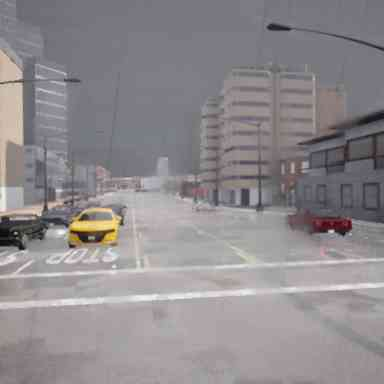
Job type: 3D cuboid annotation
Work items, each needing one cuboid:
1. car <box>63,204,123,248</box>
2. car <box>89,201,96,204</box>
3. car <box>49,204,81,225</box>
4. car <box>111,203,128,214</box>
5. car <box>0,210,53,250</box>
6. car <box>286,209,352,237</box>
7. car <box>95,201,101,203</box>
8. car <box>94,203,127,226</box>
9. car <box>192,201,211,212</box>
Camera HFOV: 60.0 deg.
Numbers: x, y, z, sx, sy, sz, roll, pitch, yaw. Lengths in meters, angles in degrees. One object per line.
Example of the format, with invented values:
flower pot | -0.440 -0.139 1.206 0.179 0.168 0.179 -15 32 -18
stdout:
car | -4.282 1.506 15.148 1.882 1.535 5.008 0 0 -10
car | -11.234 1.911 33.816 1.994 1.385 4.181 0 -1 -10
car | -9.441 1.716 23.956 2.033 1.411 5.357 0 -1 -10
car | -9.346 2.080 43.158 1.895 1.301 4.718 0 -1 -10
car | -7.711 1.657 14.460 1.895 1.301 4.718 0 0 -10
car | 6.501 1.548 17.693 1.895 1.301 4.718 0 0 0
car | -13.430 2.053 46.187 2.128 1.511 4.902 0 -1 -10
car | -5.893 1.695 23.974 1.994 1.385 4.181 0 -1 -11
car | 1.239 1.901 43.981 1.812 1.442 4.674 0 -1 -10
